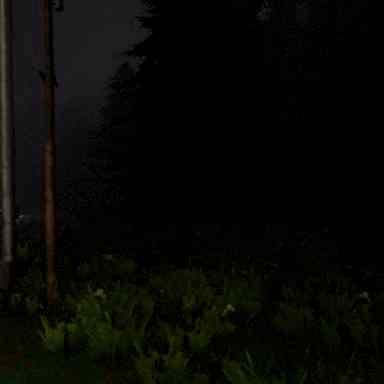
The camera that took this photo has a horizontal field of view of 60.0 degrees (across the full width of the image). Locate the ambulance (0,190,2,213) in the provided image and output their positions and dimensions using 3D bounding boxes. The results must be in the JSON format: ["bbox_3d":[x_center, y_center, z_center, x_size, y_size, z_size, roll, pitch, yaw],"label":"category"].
[{"bbox_3d":[-19.965,1.034,33.192,2.351,2.431,6.366,0,0,-44],"label":"ambulance"}]
